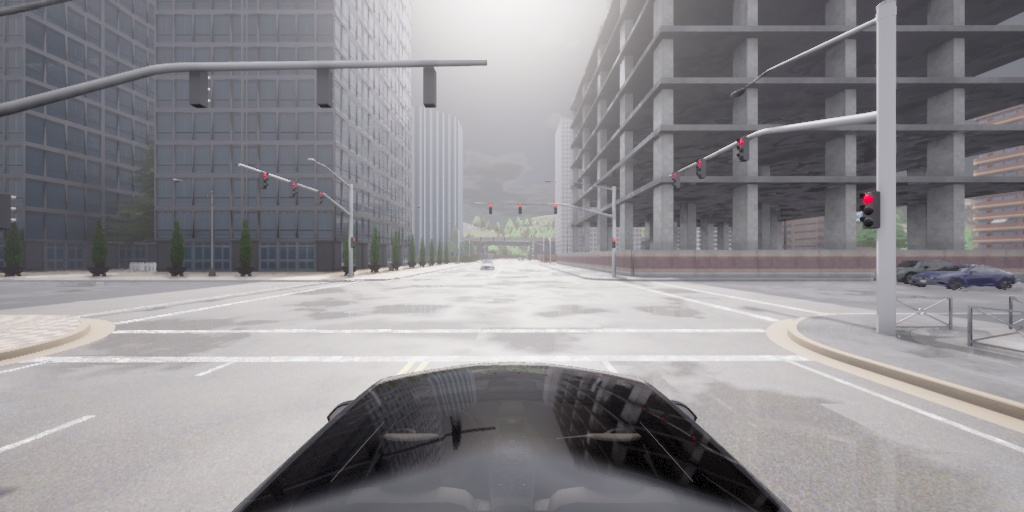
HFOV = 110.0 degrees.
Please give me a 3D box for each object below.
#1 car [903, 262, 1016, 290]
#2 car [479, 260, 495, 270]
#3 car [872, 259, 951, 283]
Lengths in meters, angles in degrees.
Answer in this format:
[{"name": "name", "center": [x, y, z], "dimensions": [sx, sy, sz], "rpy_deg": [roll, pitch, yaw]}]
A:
[{"name": "car", "center": [26.387, 1.218, 20.995], "dimensions": [4.674, 1.442, 1.812], "rpy_deg": [0, 0, -1]}, {"name": "car", "center": [-3.488, 1.325, 51.090], "dimensions": [1.812, 1.442, 4.674], "rpy_deg": [0, 1, 0]}, {"name": "car", "center": [27.622, 1.045, 24.514], "dimensions": [4.553, 1.767, 2.097], "rpy_deg": [0, 0, 0]}]
